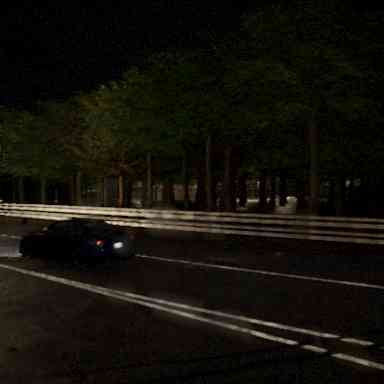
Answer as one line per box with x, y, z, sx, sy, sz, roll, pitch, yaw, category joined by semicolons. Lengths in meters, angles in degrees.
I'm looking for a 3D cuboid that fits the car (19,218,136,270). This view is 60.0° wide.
-3.866;1.569;11.083;4.181;1.385;1.994;0;0;34;car
